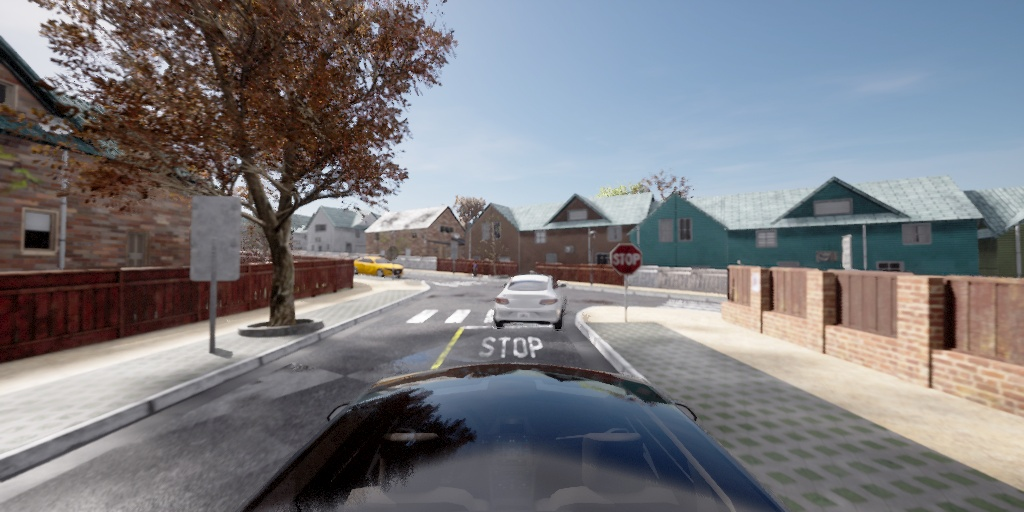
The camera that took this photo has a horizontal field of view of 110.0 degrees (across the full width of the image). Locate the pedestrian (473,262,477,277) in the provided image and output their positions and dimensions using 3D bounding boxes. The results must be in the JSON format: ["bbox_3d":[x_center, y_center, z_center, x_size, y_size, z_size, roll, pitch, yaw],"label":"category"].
[{"bbox_3d":[-3.115,1.104,30.307,0.375,1.300,0.375,-1,-5,32],"label":"pedestrian"}]

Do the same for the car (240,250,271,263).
[{"bbox_3d":[-27.248,0.208,38.536,5.008,1.535,1.882,2,0,33],"label":"car"}]

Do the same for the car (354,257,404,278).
[{"bbox_3d":[-10.604,0.845,28.088,5.008,1.535,1.882,2,0,32],"label":"car"}]

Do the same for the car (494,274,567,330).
[{"bbox_3d":[0.676,1.275,11.062,1.812,1.442,4.674,0,0,10],"label":"car"}]
